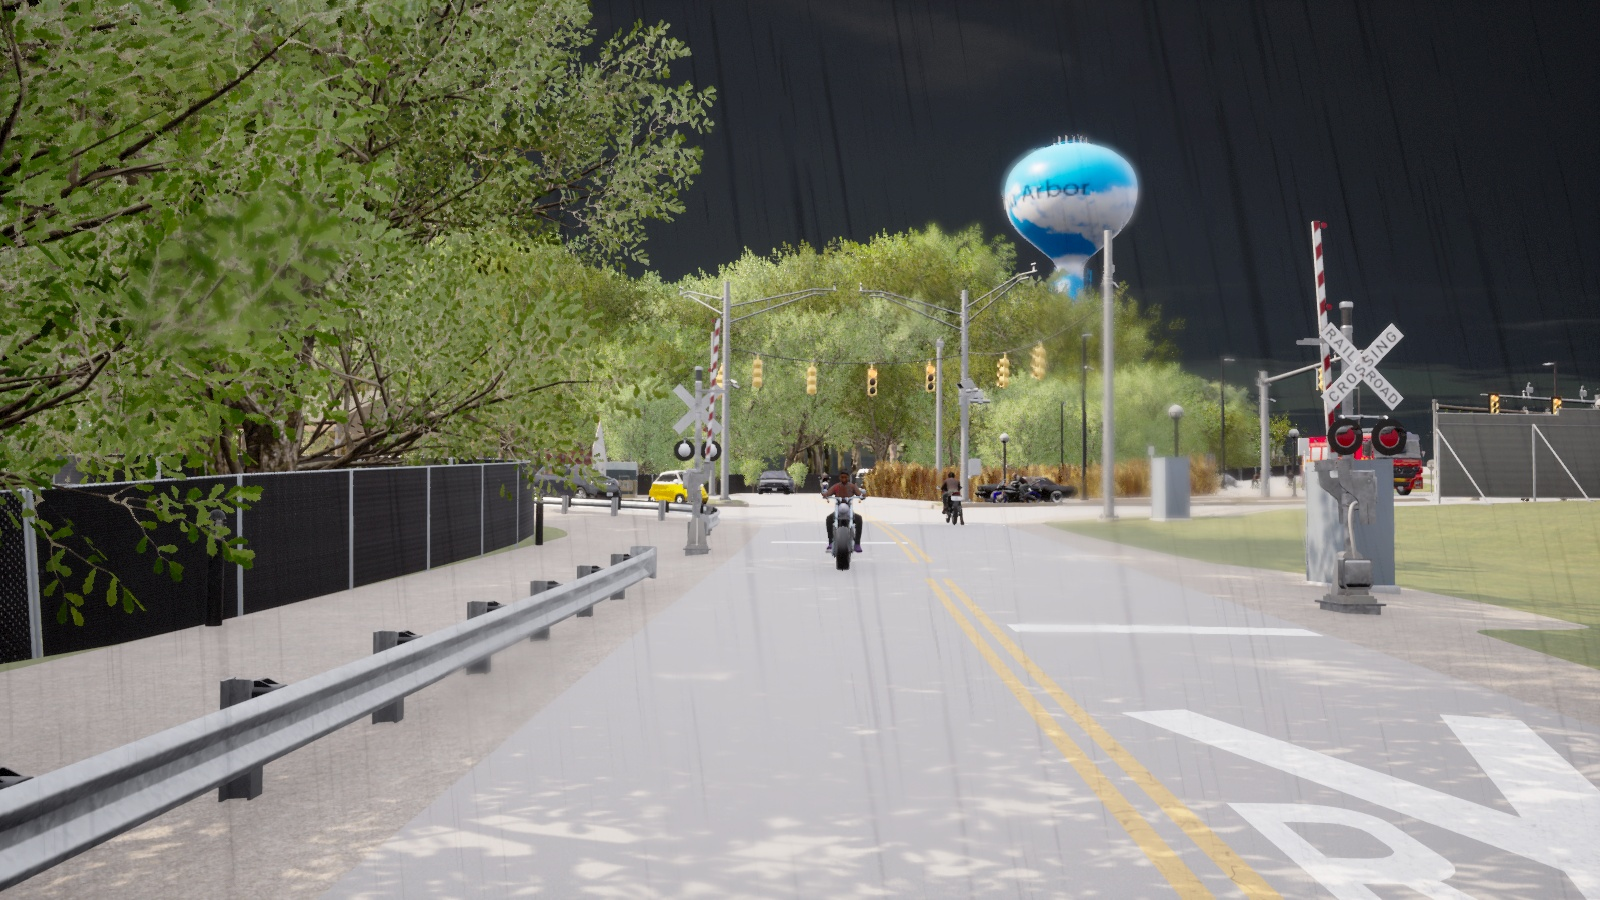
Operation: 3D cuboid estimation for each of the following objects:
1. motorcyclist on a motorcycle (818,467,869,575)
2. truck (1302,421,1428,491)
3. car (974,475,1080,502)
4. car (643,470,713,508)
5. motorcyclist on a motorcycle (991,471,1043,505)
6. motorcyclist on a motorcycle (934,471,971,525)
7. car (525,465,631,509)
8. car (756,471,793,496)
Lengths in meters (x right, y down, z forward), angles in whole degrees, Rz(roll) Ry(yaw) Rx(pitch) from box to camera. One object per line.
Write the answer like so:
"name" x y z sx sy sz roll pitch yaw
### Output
"motorcyclist on a motorcycle" 0.725 1.102 20.369 0.766 1.649 2.350 0 -1 3
"truck" 32.594 0.409 72.910 2.891 3.827 8.468 0 -1 -5
"car" 10.898 1.855 60.602 4.718 1.301 1.895 0 -1 -4
"car" -4.662 1.502 47.847 2.207 1.376 1.481 -2 -3 34
"motorcyclist on a motorcycle" 9.849 1.730 57.019 2.191 1.530 0.866 0 -1 -4
"motorcyclist on a motorcycle" 4.414 1.370 36.557 0.797 1.523 2.044 1 -1 -1
"car" -7.957 1.329 44.830 3.633 1.501 1.845 -1 -3 41
"car" -1.544 1.957 74.338 2.033 1.411 5.357 0 -1 -3
